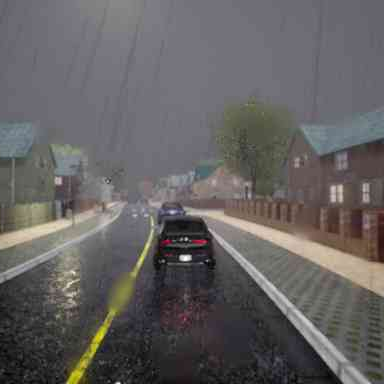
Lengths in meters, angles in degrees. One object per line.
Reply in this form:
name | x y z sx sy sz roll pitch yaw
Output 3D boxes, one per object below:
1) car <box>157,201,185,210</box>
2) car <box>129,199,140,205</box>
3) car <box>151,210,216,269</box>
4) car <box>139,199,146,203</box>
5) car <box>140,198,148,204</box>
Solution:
car | -1.611 1.503 25.556 2.097 1.767 4.553 0 0 -7
car | -13.866 2.313 78.473 1.994 1.385 4.181 0 -1 -11
car | -0.317 1.555 11.329 1.837 1.490 4.892 0 -1 -3
car | -13.837 2.498 93.221 1.895 1.301 4.718 0 -1 -11
car | -11.833 2.320 82.544 1.837 1.490 4.892 0 -1 -11
